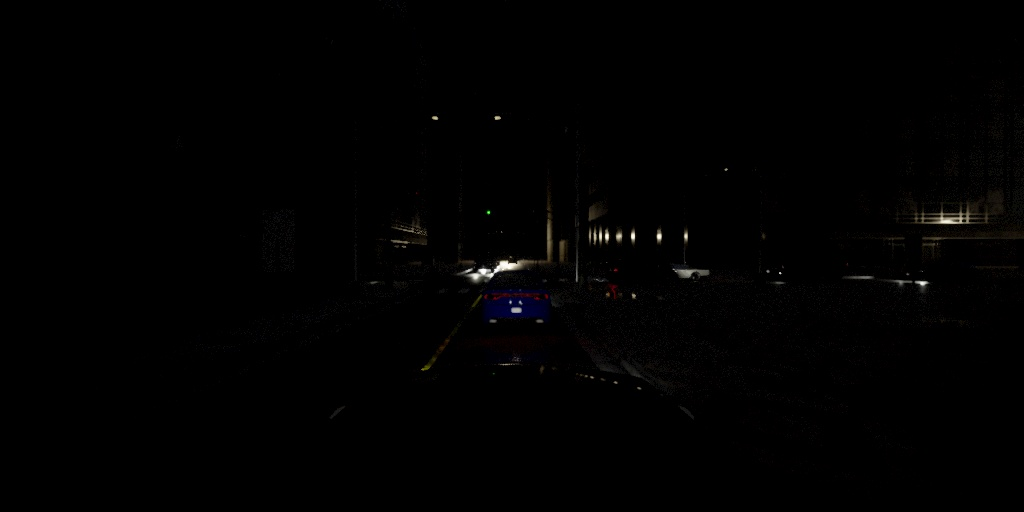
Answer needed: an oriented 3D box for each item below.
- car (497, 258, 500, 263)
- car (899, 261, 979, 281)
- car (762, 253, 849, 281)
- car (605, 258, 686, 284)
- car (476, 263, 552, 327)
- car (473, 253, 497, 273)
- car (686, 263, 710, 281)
[{"bbox_3d":[-3.013,1.035,49.495,1.895,1.301,4.718,0,0,0],"label":"car"},{"bbox_3d":[32.139,1.088,27.014,4.674,1.442,1.812,0,0,0],"label":"car"},{"bbox_3d":[22.043,0.798,27.041,5.566,2.045,2.150,0,0,-1],"label":"car"},{"bbox_3d":[8.643,0.950,23.883,4.553,1.767,2.097,0,0,-4],"label":"car"},{"bbox_3d":[0.116,1.160,11.299,1.882,1.535,5.008,0,1,0],"label":"car"},{"bbox_3d":[-3.037,0.718,39.603,2.150,2.045,5.566,0,0,-2],"label":"car"},{"bbox_3d":[12.092,1.182,27.050,4.718,1.301,1.895,0,0,3],"label":"car"}]
